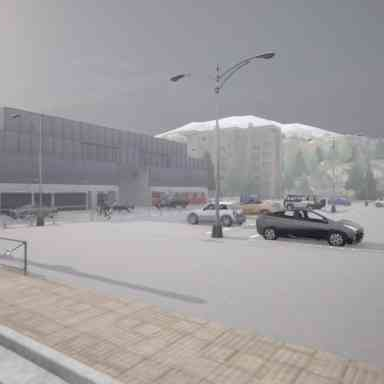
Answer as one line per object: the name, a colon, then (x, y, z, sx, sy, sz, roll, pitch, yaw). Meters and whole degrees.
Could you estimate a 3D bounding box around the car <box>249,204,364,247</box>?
car: (5.143, 1.490, 14.850, 4.514, 1.523, 2.007, 0, 0, 35)

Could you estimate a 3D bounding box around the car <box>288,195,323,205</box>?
car: (12.380, 1.268, 37.767, 3.866, 1.878, 1.905, 0, 0, 35)

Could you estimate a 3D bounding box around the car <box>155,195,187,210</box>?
car: (-2.776, 1.398, 47.067, 2.150, 2.045, 5.566, 0, 0, 36)

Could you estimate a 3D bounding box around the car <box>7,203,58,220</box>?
car: (-14.562, 1.740, 30.518, 1.994, 1.385, 4.181, 0, 0, 35)

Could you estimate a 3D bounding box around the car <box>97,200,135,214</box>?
car: (-8.805, 1.668, 38.616, 2.128, 1.511, 4.902, 0, 0, 35)

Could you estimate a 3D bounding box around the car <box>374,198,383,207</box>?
car: (28.925, 1.576, 48.718, 3.806, 1.475, 1.970, 0, 0, 35)

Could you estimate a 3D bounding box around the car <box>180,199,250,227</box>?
car: (1.518, 1.424, 21.918, 3.806, 1.475, 1.970, 0, 0, 35)

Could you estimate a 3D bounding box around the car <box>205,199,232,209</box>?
car: (4.080, 1.777, 50.375, 1.895, 1.301, 4.718, 0, 0, 35)

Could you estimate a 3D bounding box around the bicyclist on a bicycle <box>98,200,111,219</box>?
bicyclist on a bicycle: (-7.316, 1.477, 27.796, 1.656, 1.620, 0.582, 0, 0, 35)

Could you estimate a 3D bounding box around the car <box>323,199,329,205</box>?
car: (13.727, 1.289, 40.375, 4.605, 1.855, 1.932, 0, 0, 35)

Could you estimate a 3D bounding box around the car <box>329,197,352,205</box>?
car: (24.601, 1.565, 55.445, 3.633, 1.501, 1.845, 0, 0, 35)

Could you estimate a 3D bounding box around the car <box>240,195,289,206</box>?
car: (4.971, 1.345, 27.337, 5.027, 1.636, 2.152, 0, 0, 35)
